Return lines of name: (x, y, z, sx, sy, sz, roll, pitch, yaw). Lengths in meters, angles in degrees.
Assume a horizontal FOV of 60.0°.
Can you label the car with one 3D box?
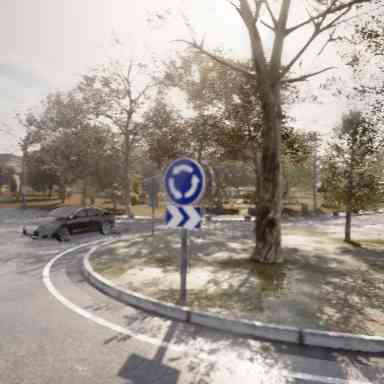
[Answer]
car: (-5.710, 1.414, 15.971, 2.128, 1.511, 4.902, 0, 0, 24)
